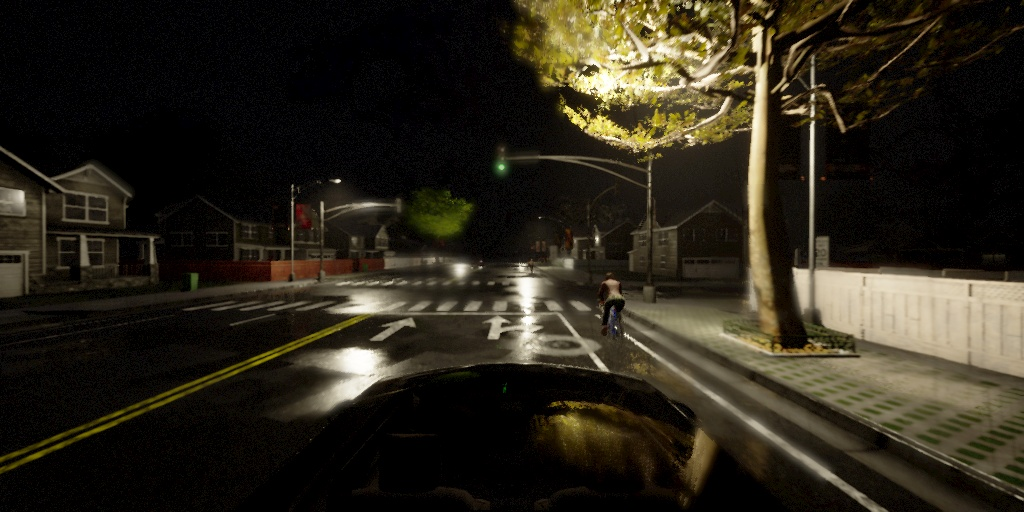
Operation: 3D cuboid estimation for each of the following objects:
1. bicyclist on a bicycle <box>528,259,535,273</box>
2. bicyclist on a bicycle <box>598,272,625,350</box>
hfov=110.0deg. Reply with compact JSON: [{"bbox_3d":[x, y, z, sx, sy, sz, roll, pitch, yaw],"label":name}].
[{"bbox_3d":[2.261,1.157,41.569,0.866,1.612,1.509,0,0,0],"label":"bicyclist on a bicycle"},{"bbox_3d":[2.249,1.202,8.109,0.582,1.620,1.656,0,0,0],"label":"bicyclist on a bicycle"}]
